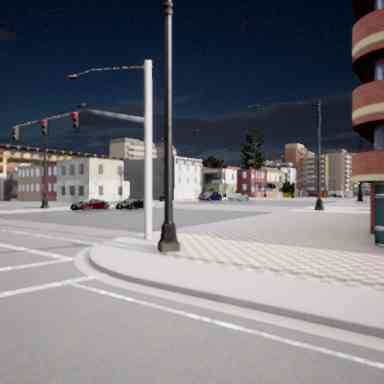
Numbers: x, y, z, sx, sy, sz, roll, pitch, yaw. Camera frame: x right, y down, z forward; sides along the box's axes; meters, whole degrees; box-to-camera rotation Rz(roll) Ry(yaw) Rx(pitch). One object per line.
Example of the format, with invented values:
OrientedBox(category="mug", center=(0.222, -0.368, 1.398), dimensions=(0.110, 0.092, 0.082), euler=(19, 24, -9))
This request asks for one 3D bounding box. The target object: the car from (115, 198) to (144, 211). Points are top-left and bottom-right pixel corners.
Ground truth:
OrientedBox(category="car", center=(-6.417, 1.317, 36.461), dimensions=(1.994, 1.385, 4.181), euler=(0, 1, 37))

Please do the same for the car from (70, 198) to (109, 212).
OrientedBox(category="car", center=(-11.051, 1.367, 36.094), dimensions=(1.994, 1.385, 4.181), euler=(0, 1, 37))

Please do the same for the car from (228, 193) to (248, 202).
OrientedBox(category="car", center=(7.756, 0.861, 55.431), dimensions=(1.812, 1.442, 4.674), euler=(0, 1, 37))

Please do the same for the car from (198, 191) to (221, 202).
OrientedBox(category="car", center=(2.946, 0.747, 54.874), dimensions=(2.097, 1.767, 4.553), euler=(0, 1, 37))
